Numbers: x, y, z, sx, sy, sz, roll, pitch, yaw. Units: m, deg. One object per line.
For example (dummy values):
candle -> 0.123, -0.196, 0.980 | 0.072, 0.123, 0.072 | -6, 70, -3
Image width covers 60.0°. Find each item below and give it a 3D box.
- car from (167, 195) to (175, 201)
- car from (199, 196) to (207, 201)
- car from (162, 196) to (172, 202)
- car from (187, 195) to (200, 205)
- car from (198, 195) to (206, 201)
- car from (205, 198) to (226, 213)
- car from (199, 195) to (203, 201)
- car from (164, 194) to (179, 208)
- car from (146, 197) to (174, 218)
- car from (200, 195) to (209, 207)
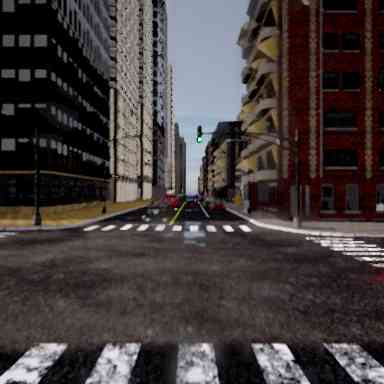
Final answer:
car -> -5.687, 1.611, 88.810 | 1.887, 1.381, 4.507 | 0, 0, 0
car -> 2.694, 1.641, 83.161 | 1.802, 1.307, 4.206 | 0, 0, 0
car -> -5.687, 1.603, 77.512 | 2.008, 1.369, 4.403 | 0, 0, 0
car -> 0.003, 1.634, 58.982 | 1.895, 1.301, 4.718 | 0, 0, 0
car -> 2.694, 1.506, 88.810 | 1.967, 1.590, 4.097 | 0, 0, 0
car -> 2.743, 1.597, 36.353 | 1.802, 1.307, 4.206 | 0, 0, 0
car -> 2.694, 1.580, 54.918 | 2.008, 1.369, 4.403 | 0, 0, 0
car -> -3.078, 1.247, 47.824 | 2.150, 2.045, 5.566 | 0, 0, 0
car -> -3.096, 1.503, 30.918 | 2.128, 1.511, 4.902 | 0, 0, 0
car -> 2.693, 1.576, 49.270 | 2.008, 1.369, 4.403 | 0, 0, 0
